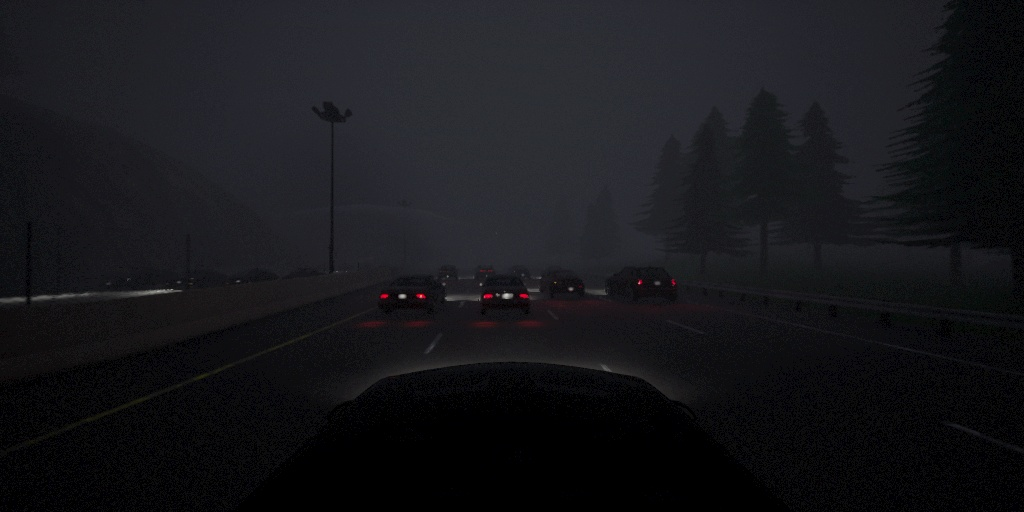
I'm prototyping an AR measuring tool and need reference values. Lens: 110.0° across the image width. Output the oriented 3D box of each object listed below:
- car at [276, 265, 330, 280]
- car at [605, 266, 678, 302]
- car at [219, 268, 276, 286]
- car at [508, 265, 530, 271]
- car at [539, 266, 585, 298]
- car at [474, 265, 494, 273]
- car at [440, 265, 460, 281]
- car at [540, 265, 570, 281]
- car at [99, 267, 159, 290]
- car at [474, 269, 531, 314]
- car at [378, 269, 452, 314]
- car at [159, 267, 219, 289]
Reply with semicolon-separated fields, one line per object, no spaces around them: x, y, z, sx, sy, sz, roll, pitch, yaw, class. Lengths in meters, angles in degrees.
-15.912;1.618;27.716;1.994;1.385;4.181;0;-1;-8;car
6.365;1.264;18.182;2.097;1.767;4.553;0;-1;-4;car
-19.346;1.616;26.958;1.994;1.385;4.181;0;-1;-8;car
0.669;1.638;36.268;1.812;1.442;4.674;0;-1;-9;car
2.717;1.463;19.992;1.812;1.442;4.674;0;-1;-5;car
-2.664;1.597;35.021;2.128;1.511;4.902;0;-1;-9;car
-6.182;1.615;34.867;1.837;1.490;4.892;0;-1;-9;car
4.251;1.667;36.046;1.994;1.385;4.181;0;-1;-9;car
-26.200;1.541;25.445;2.128;1.511;4.902;0;-1;-8;car
-0.347;1.433;14.575;2.033;1.411;5.357;0;-1;-3;car
-3.858;1.440;14.620;2.033;1.411;5.357;0;-1;-3;car
-22.775;1.615;26.199;1.994;1.385;4.181;0;-1;-8;car
